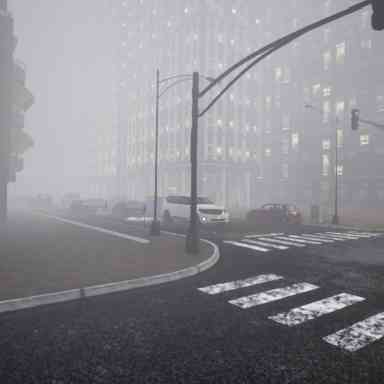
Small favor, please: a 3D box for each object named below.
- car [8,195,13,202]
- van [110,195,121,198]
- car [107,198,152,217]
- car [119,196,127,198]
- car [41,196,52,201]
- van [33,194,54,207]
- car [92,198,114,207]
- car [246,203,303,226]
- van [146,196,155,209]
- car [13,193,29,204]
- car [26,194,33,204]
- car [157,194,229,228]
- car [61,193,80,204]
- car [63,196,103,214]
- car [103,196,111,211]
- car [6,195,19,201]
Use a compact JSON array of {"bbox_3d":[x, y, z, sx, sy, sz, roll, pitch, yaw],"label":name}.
[{"bbox_3d":[-36.988,1.397,69.783,1.947,1.339,4.313,1,-1,-35],"label":"car"},{"bbox_3d":[-10.543,1.368,46.987,1.690,1.788,3.998,1,-1,-35],"label":"van"},{"bbox_3d":[-5.771,1.498,30.252,1.994,1.385,4.181,1,-1,-35],"label":"car"},{"bbox_3d":[-7.280,1.585,42.377,2.008,1.369,4.403,1,-1,-35],"label":"car"},{"bbox_3d":[-36.690,1.571,83.844,1.802,1.307,4.206,1,-1,-35],"label":"car"},{"bbox_3d":[-20.646,1.197,46.747,1.690,1.788,3.998,1,-1,-35],"label":"van"},{"bbox_3d":[-13.816,1.587,51.592,1.947,1.339,4.313,1,-1,-35],"label":"car"},{"bbox_3d":[5.793,1.505,23.949,1.967,1.590,4.097,1,-1,-35],"label":"car"},{"bbox_3d":[-4.008,1.382,37.772,1.690,1.788,3.998,1,-1,-35],"label":"van"},{"bbox_3d":[-30.449,1.155,60.570,2.192,1.841,5.009,1,-1,-35],"label":"car"},{"bbox_3d":[-23.918,1.432,51.352,1.802,1.307,4.206,1,-1,-35],"label":"car"},{"bbox_3d":[0.012,1.170,22.098,2.150,2.045,5.566,1,-1,-35],"label":"car"},{"bbox_3d":[-20.455,1.182,56.316,2.150,2.045,5.566,1,-1,-35],"label":"car"},{"bbox_3d":[-10.847,1.427,32.923,2.008,1.369,4.403,1,-1,-35],"label":"car"},{"bbox_3d":[-11.650,1.468,38.546,2.033,1.411,5.357,1,-1,-35],"label":"car"},{"bbox_3d":[-40.255,1.378,74.390,2.008,1.369,4.403,1,-1,-35],"label":"car"}]
